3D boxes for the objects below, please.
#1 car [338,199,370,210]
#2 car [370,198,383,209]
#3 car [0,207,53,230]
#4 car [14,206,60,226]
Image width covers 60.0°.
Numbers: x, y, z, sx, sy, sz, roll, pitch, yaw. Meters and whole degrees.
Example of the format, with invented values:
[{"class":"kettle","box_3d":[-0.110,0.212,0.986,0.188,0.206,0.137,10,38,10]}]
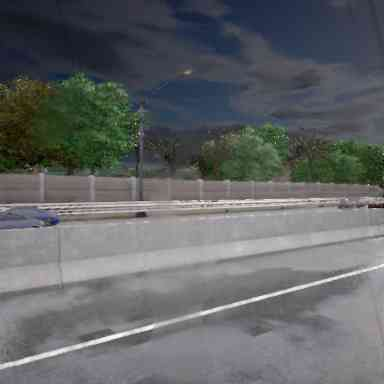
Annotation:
[{"class":"car","box_3d":[20.966,1.571,43.594,4.181,1.385,1.994,0,0,-38]},{"class":"car","box_3d":[24.645,1.488,42.758,5.008,1.535,1.882,-1,0,-35]},{"class":"car","box_3d":[-8.810,1.564,14.900,4.181,1.385,1.994,0,0,-35]},{"class":"car","box_3d":[-9.835,1.526,18.467,4.674,1.442,1.812,0,0,-35]}]
